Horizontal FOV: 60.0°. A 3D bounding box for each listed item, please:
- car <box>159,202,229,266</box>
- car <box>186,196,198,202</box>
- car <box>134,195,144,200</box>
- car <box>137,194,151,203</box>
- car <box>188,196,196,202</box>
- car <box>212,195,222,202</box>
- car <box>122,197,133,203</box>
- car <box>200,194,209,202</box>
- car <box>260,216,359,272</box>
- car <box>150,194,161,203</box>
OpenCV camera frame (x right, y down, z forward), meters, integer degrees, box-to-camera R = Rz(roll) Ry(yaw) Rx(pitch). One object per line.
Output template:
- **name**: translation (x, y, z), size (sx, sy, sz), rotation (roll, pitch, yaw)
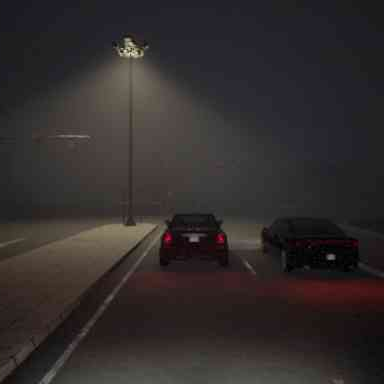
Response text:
- **car**: translation (0.065, 1.397, 11.833), size (2.097, 1.767, 4.553), rotation (0, 0, 0)
- **car**: translation (-0.007, 1.689, 58.717), size (1.882, 1.535, 5.008), rotation (0, 0, 0)
- **car**: translation (-15.011, 1.574, 94.327), size (1.994, 1.385, 4.181), rotation (0, 0, 0)
- **car**: translation (-11.509, 1.758, 77.713), size (1.882, 1.535, 5.008), rotation (0, 0, 0)
- **car**: translation (-0.010, 1.838, 89.327), size (2.128, 1.511, 4.902), rotation (0, 0, 0)
- **car**: translation (6.990, 1.672, 89.715), size (2.097, 1.767, 4.553), rotation (0, 0, 0)
- **car**: translation (-15.009, 1.833, 77.884), size (1.994, 1.385, 4.181), rotation (0, 0, 0)
- **car**: translation (3.490, 1.869, 89.744), size (1.994, 1.385, 4.181), rotation (0, 0, 0)
- **car**: translation (3.562, 1.518, 10.966), size (1.882, 1.535, 5.008), rotation (0, 0, 0)
- **car**: translation (-8.009, 1.832, 77.711), size (1.994, 1.385, 4.181), rotation (0, 0, 0)
